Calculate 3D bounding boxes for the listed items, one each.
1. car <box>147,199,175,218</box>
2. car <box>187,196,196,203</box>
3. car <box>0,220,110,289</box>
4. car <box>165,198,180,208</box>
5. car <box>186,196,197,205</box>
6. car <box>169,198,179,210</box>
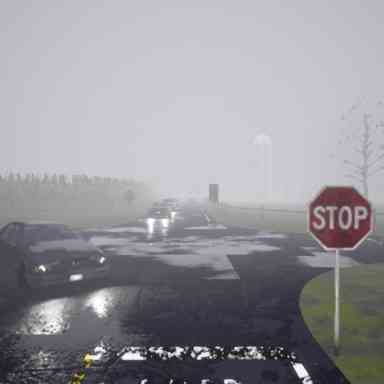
[{"bbox_3d":[-2.889,1.583,30.479,1.994,1.385,4.181,0,0,0],"label":"car"},{"bbox_3d":[-0.131,1.610,71.599,1.812,1.442,4.674,0,0,0],"label":"car"},{"bbox_3d":[-4.362,1.547,9.533,2.033,1.411,5.357,1,0,-41],"label":"car"},{"bbox_3d":[-2.914,1.593,50.947,2.033,1.411,5.357,0,0,0],"label":"car"},{"bbox_3d":[-0.008,1.611,61.150,2.033,1.411,5.357,0,0,0],"label":"car"},{"bbox_3d":[-2.913,1.556,40.448,1.812,1.442,4.674,0,0,0],"label":"car"}]
